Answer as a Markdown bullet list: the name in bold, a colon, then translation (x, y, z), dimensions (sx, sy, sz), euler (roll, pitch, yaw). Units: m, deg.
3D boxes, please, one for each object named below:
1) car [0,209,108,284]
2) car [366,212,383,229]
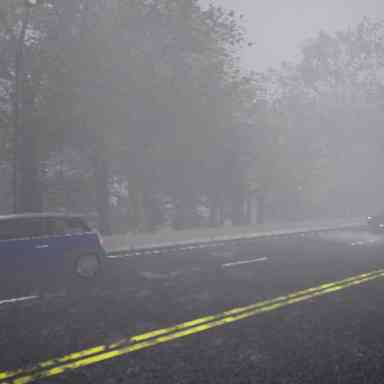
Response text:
- **car**: translation (-4.565, 1.353, 8.393), dimensions (4.553, 1.767, 2.097), euler (0, 0, -35)
- **car**: translation (12.951, 1.666, 20.823), dimensions (4.718, 1.301, 1.895), euler (0, 0, -35)
